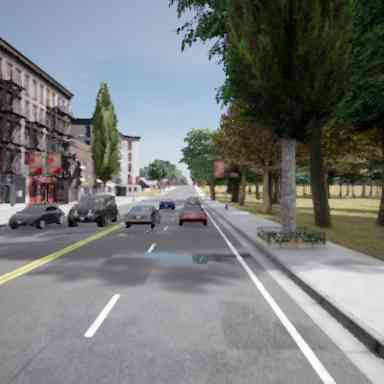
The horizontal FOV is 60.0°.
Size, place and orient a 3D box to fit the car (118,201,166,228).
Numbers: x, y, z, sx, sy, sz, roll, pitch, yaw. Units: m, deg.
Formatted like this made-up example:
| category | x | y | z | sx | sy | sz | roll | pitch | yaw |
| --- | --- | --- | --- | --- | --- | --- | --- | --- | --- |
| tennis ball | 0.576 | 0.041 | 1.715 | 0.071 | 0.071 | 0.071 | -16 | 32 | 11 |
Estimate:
| category | x | y | z | sx | sy | sz | roll | pitch | yaw |
| --- | --- | --- | --- | --- | --- | --- | --- | --- | --- |
| car | -3.166 | 1.567 | 22.211 | 2.033 | 1.411 | 5.357 | 0 | 0 | 0 |

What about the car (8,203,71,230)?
| category | x | y | z | sx | sy | sz | roll | pitch | yaw |
| --- | --- | --- | --- | --- | --- | --- | --- | --- | --- |
| car | -9.808 | 1.526 | 21.359 | 1.837 | 1.490 | 4.892 | 0 | -1 | 0 |

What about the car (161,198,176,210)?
| category | x | y | z | sx | sy | sz | roll | pitch | yaw |
| --- | --- | --- | --- | --- | --- | --- | --- | --- | --- |
| car | -3.150 | 1.534 | 43.186 | 1.882 | 1.535 | 5.008 | 0 | 0 | 0 |

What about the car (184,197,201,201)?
| category | x | y | z | sx | sy | sz | roll | pitch | yaw |
| --- | --- | --- | --- | --- | --- | --- | --- | --- | --- |
| car | 0.099 | 1.408 | 42.964 | 2.097 | 1.767 | 4.553 | 0 | 0 | 0 |

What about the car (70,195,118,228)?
| category | x | y | z | sx | sy | sz | roll | pitch | yaw |
| --- | --- | --- | --- | --- | --- | --- | --- | --- | --- |
| car | -6.547 | 1.244 | 22.662 | 2.150 | 2.045 | 5.566 | 0 | 0 | 1 |

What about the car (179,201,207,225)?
| category | x | y | z | sx | sy | sz | roll | pitch | yaw |
| --- | --- | --- | --- | --- | --- | --- | --- | --- | --- |
| car | 0.090 | 1.586 | 24.458 | 1.994 | 1.385 | 4.181 | 0 | 0 | 0 |
